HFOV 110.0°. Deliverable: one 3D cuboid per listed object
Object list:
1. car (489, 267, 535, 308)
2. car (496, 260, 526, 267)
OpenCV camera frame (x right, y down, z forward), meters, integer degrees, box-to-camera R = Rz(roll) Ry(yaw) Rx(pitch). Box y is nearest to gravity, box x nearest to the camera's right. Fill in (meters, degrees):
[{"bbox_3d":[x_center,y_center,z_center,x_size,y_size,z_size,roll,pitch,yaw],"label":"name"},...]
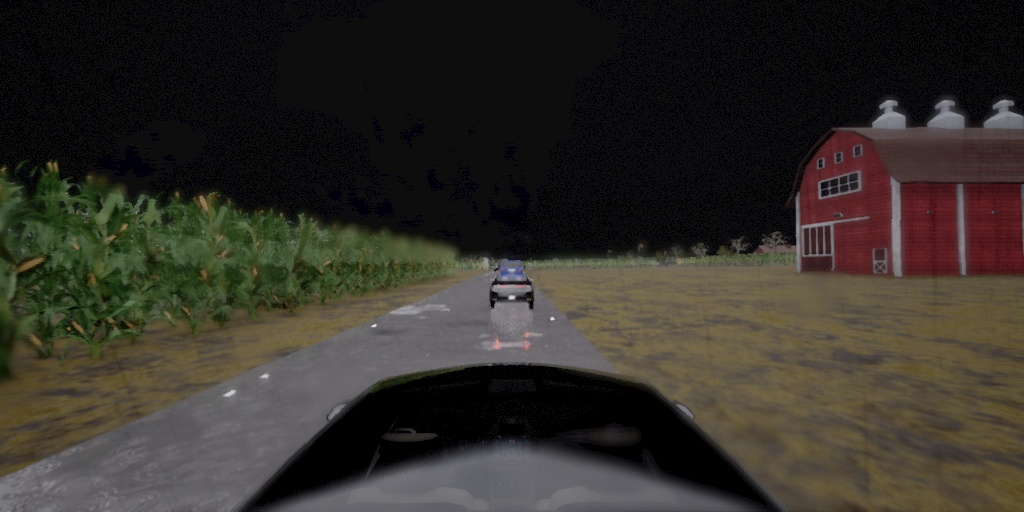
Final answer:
[{"bbox_3d":[-0.003,1.421,16.165,2.128,1.511,4.902,0,-1,0],"label":"car"},{"bbox_3d":[-0.012,1.387,30.876,2.150,2.045,5.566,0,-1,0],"label":"car"}]
